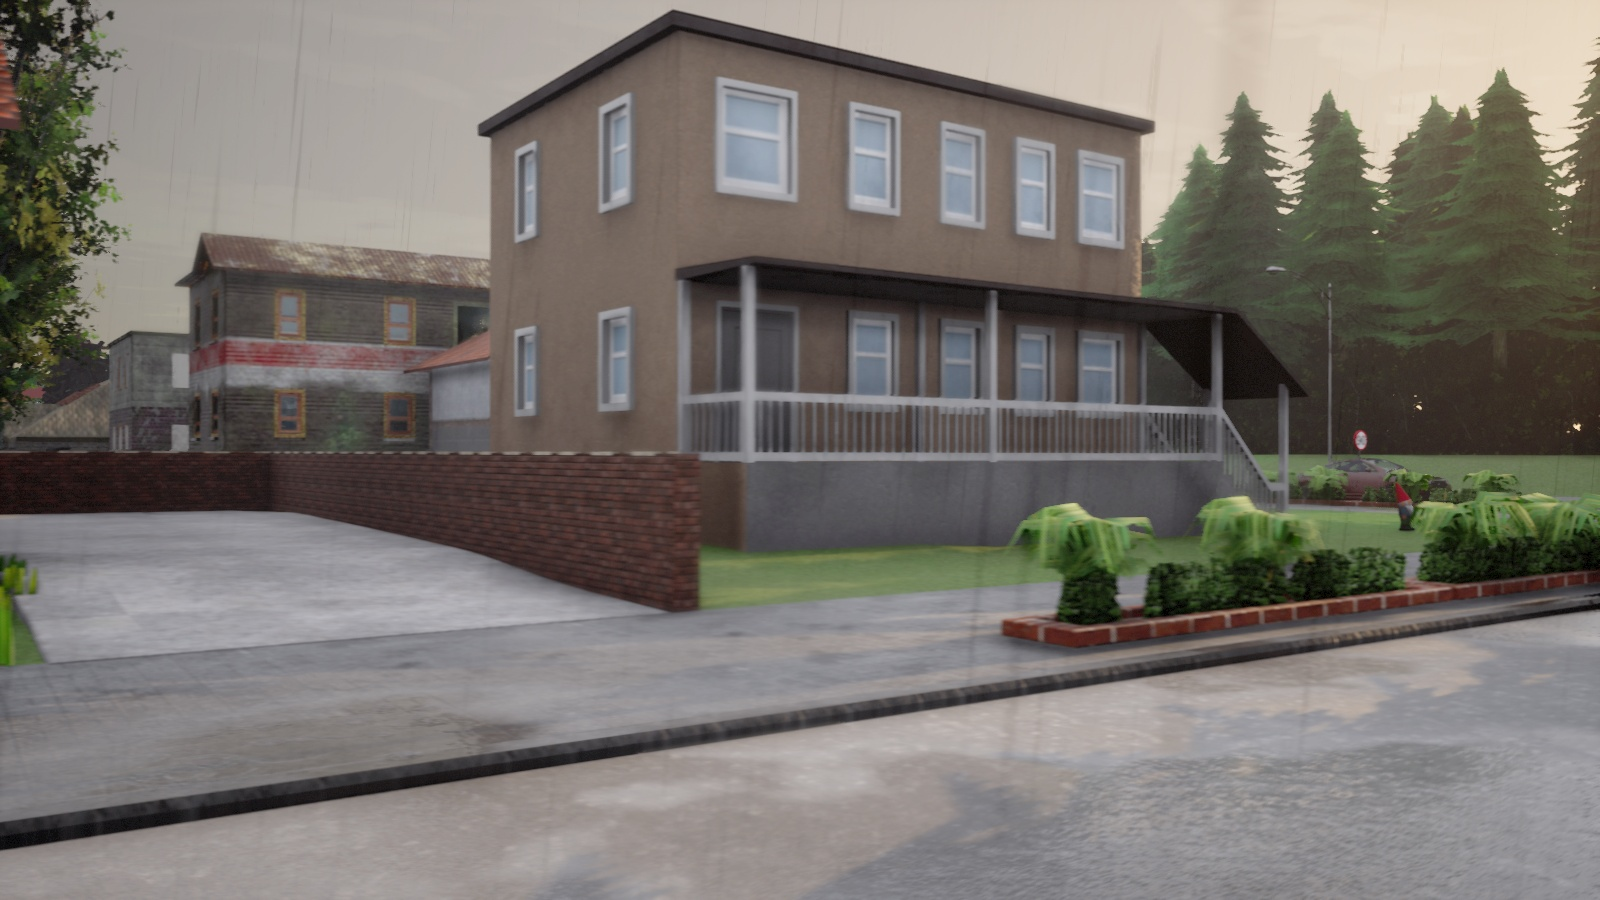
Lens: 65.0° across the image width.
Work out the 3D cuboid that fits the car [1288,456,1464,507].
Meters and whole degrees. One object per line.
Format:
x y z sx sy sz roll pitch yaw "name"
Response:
16.562 0.863 36.283 1.994 1.385 4.181 0 0 -35 "car"
